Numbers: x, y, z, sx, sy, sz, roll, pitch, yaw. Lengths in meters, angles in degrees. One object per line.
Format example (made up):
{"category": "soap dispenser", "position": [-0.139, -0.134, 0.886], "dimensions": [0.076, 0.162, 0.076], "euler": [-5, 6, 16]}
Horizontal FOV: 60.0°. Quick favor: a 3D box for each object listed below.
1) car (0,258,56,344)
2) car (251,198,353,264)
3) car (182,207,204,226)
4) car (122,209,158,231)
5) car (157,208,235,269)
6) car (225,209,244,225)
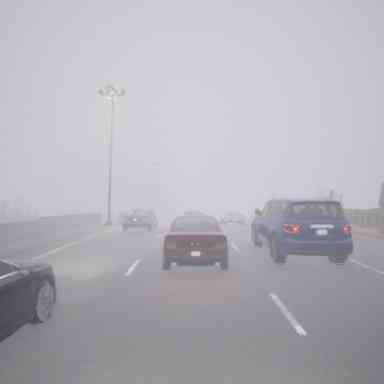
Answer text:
{"category": "car", "position": [-3.400, 1.486, 4.203], "dimensions": [2.128, 1.511, 4.902], "euler": [0, 0, 0]}
{"category": "car", "position": [3.601, 1.217, 11.882], "dimensions": [2.150, 2.045, 5.566], "euler": [0, 0, 0]}
{"category": "car", "position": [0.105, 2.273, 30.761], "dimensions": [1.882, 1.535, 5.008], "euler": [0, -4, 0]}
{"category": "car", "position": [-3.397, 1.822, 22.392], "dimensions": [2.033, 1.411, 5.357], "euler": [0, -3, 0]}
{"category": "car", "position": [0.102, 1.470, 11.171], "dimensions": [1.882, 1.535, 5.008], "euler": [0, 0, 0]}
{"category": "car", "position": [3.604, 2.280, 30.224], "dimensions": [1.812, 1.442, 4.674], "euler": [0, -4, 0]}
